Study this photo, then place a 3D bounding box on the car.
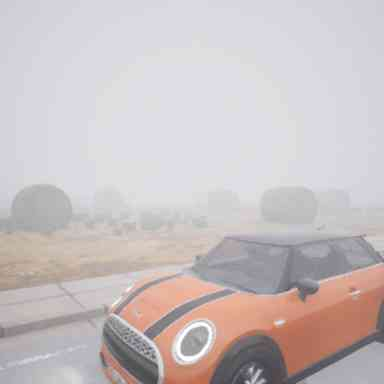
[{"bbox_3d":[1.076,1.369,4.775,4.553,1.767,2.097,0,0,-36],"label":"car"}]
